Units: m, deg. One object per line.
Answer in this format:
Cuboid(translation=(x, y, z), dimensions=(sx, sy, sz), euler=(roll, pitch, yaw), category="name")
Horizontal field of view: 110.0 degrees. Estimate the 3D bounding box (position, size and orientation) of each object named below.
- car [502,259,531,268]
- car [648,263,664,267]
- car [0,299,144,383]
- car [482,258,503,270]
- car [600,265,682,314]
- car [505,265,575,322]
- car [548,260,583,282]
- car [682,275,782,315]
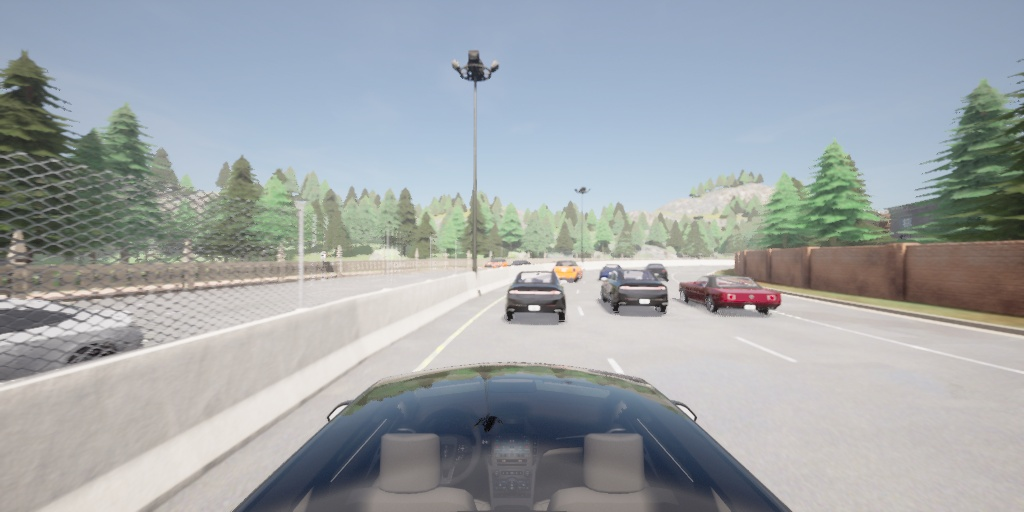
Cuboid(translation=(0.983, 1.300, 49.000), dimensions=(1.837, 1.490, 4.892), euler=(0, -1, 28), category="car")
Cuboid(translation=(12.446, 1.339, 31.103), dimensions=(1.812, 1.442, 4.674), euler=(0, 0, 19), category="car")
Cuboid(translation=(-6.965, 1.256, 3.917), dimensions=(1.812, 1.442, 4.674), euler=(0, 0, 2), category="car")
Cuboid(translation=(-2.266, 1.136, 50.268), dimensions=(2.097, 1.767, 4.553), euler=(0, 0, 27), category="car")
Cuboid(translation=(4.634, 1.266, 14.035), dimensions=(2.128, 1.511, 4.902), euler=(0, 0, 8), category="car")
Cuboid(translation=(0.907, 1.253, 12.500), dimensions=(2.128, 1.511, 4.902), euler=(0, 0, 7), category="car")
Cuboid(translation=(4.634, 1.140, 29.684), dimensions=(2.097, 1.767, 4.553), euler=(0, 0, 17), category="car")
Cuboid(translation=(8.102, 1.386, 13.931), dimensions=(1.895, 1.301, 4.718), euler=(0, 0, 8), category="car")
